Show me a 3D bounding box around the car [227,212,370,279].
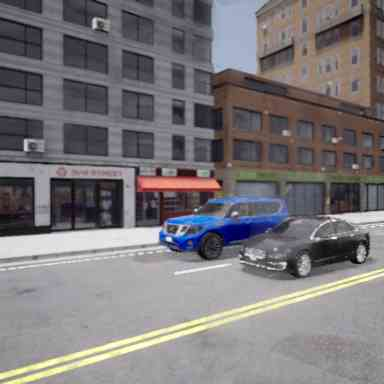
[{"bbox_3d":[3.610,1.525,10.250,4.892,1.490,1.837,0,0,-35],"label":"car"}]

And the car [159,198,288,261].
[{"bbox_3d":[1.485,1.242,12.726,5.566,2.045,2.150,0,0,-35],"label":"car"}]
